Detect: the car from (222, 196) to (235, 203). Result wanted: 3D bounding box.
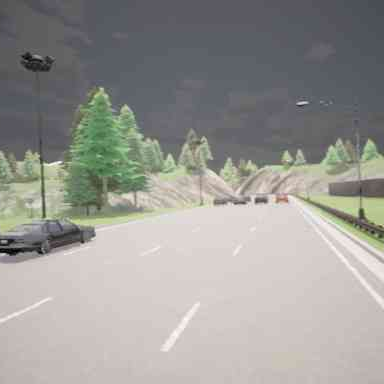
[{"bbox_3d":[7.591,1.506,68.533,1.994,1.385,4.181,-3,0,15],"label":"car"}]

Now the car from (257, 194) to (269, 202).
[{"bbox_3d":[14.347,1.229,66.720,2.033,1.411,5.357,-3,0,15],"label":"car"}]

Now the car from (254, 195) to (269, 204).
[{"bbox_3d":[11.766,1.259,56.926,1.882,1.535,5.008,-3,0,16],"label":"car"}]

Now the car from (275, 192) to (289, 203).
[{"bbox_3d":[15.479,0.959,57.258,2.097,1.767,4.553,-3,0,15],"label":"car"}]

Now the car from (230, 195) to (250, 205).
[{"bbox_3d":[8.451,1.510,58.038,1.994,1.385,4.181,-3,0,16],"label":"car"}]

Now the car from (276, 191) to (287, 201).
[{"bbox_3d":[17.920,0.826,66.590,2.097,1.767,4.553,-3,0,15],"label":"car"}]

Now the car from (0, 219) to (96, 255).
[{"bbox_3d":[-6.577,1.952,15.299,2.033,1.411,5.357,-3,0,15],"label":"car"}]

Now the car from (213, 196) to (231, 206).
[{"bbox_3d":[5.013,1.605,58.735,2.128,1.511,4.902,-3,0,16],"label":"car"}]
